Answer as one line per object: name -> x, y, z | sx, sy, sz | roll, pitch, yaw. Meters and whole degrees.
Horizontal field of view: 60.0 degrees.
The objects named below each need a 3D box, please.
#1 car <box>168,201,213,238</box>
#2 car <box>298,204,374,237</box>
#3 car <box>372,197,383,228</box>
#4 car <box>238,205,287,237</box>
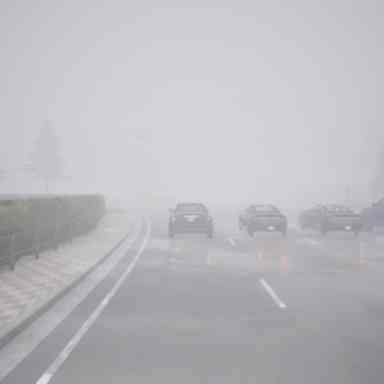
car -> -0.164, 1.266, 17.277 | 2.097, 1.767, 4.553 | 0, 0, -3
car -> 7.099, 1.404, 17.551 | 2.128, 1.511, 4.902 | 0, 0, 0
car -> 10.600, 1.139, 16.583 | 2.150, 2.045, 5.566 | 0, 0, 0
car -> 3.599, 1.404, 17.548 | 2.128, 1.511, 4.902 | 0, 0, 0
